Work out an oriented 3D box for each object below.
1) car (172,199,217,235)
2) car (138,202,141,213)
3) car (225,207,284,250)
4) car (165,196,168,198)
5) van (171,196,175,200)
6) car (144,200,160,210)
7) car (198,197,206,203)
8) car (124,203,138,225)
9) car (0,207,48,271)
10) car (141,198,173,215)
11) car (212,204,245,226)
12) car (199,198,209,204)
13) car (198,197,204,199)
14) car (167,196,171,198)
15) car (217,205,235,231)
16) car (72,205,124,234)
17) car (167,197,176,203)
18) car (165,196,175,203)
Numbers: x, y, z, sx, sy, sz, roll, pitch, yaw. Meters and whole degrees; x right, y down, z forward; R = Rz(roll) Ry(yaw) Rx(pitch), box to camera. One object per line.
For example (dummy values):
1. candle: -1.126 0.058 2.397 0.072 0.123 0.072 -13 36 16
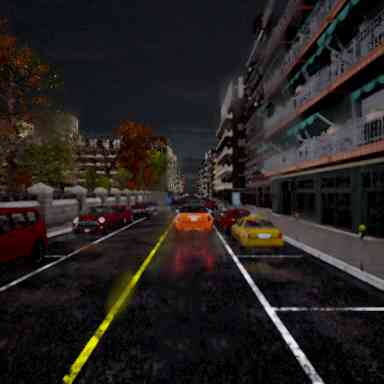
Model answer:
1. car: 0.105 1.475 19.634 2.097 1.767 4.553 0 0 0
2. car: -5.682 1.815 36.636 1.802 1.307 4.206 0 0 0
3. car: 2.692 1.617 14.665 1.752 1.417 4.829 0 0 0
4. car: -5.675 1.905 58.607 1.752 1.417 4.829 0 0 0
5. van: -5.669 1.875 80.918 1.690 1.788 3.998 0 0 0
6. car: -5.678 1.888 47.707 1.802 1.307 4.206 0 0 0
7. car: 2.716 2.179 91.985 1.947 1.339 4.313 0 0 0
8. car: -5.685 1.706 25.567 1.887 1.381 4.507 0 0 0
9. car: -5.691 1.370 8.963 2.192 1.841 5.009 0 0 0
10. car: -2.991 1.501 29.640 1.895 1.301 4.718 0 0 0
11. car: 2.695 1.713 25.565 2.008 1.369 4.403 0 0 0
12. car: 2.711 2.062 75.380 1.947 1.339 4.313 0 0 0
13. car: 0.088 1.770 43.483 2.128 1.511 4.902 0 0 0
14. car: -5.673 1.970 64.312 2.008 1.369 4.403 0 0 0
15. car: 2.694 1.671 20.029 1.887 1.381 4.507 0 0 0
16. car: -5.687 1.566 20.032 1.967 1.590 4.097 0 0 0
17. car: -5.664 2.163 91.987 2.008 1.369 4.403 0 0 0
18. car: -5.667 1.888 86.454 2.192 1.841 5.009 0 0 0
